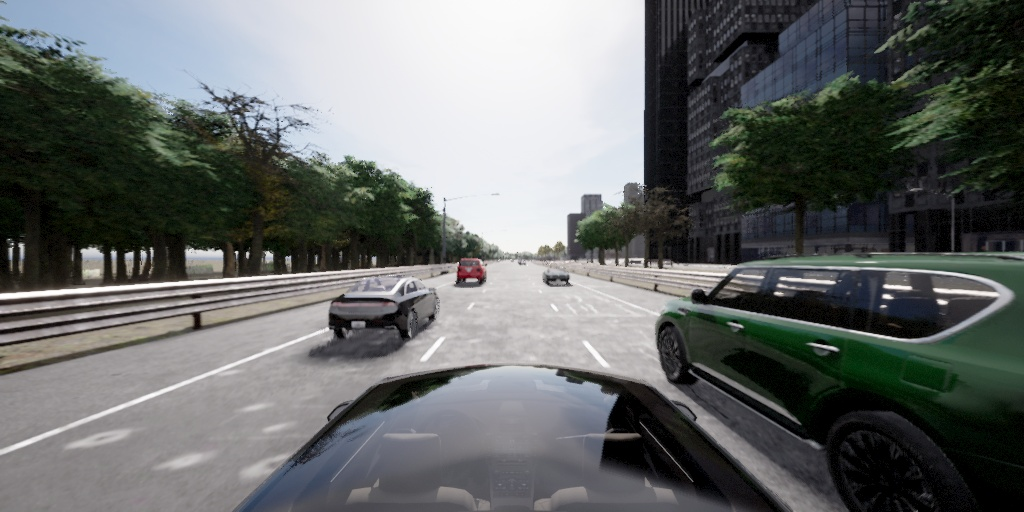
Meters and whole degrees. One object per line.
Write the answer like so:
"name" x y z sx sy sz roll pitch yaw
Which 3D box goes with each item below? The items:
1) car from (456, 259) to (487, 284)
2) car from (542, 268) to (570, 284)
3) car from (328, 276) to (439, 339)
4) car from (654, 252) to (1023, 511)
"car" -3.395 1.261 30.782 2.150 2.045 5.566 0 -1 0
"car" 3.605 1.633 30.070 1.895 1.301 4.718 0 -1 0
"car" -3.400 1.329 10.368 2.128 1.511 4.902 0 -1 0
"car" 3.593 0.997 4.003 2.150 2.045 5.566 0 0 0
